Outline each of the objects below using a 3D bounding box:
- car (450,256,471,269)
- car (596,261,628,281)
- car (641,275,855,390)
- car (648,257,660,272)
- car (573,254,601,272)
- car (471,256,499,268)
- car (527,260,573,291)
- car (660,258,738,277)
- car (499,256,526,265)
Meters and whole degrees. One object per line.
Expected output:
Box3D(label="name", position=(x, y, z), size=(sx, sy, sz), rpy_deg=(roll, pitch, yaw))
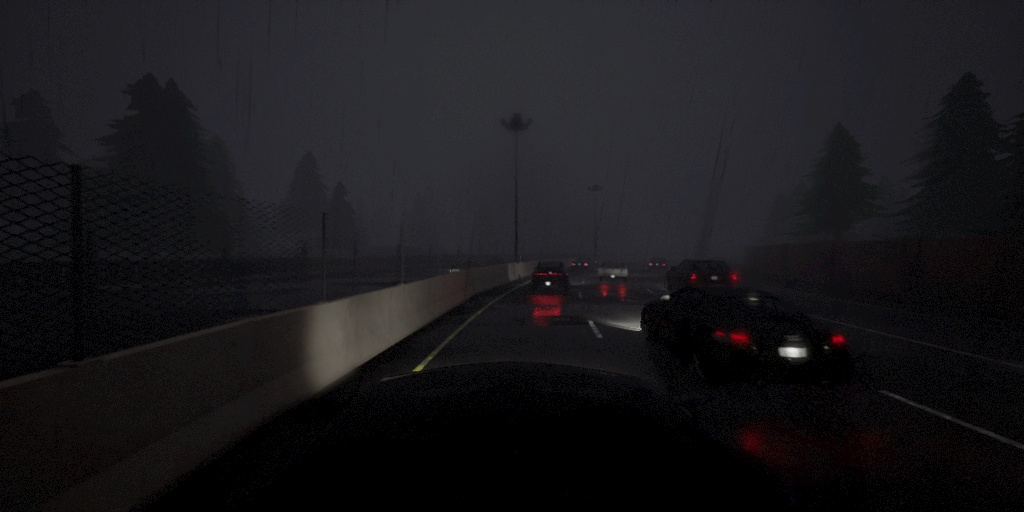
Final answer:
Box3D(label="car", position=(-5.486, 0.748, 42.485), size=(1.812, 1.442, 4.674), rpy_deg=(0, 1, 23))
Box3D(label="car", position=(7.385, 1.041, 26.143), size=(1.895, 1.301, 4.718), rpy_deg=(0, 1, 16))
Box3D(label="car", position=(3.946, 1.250, 6.855), size=(1.994, 1.385, 4.181), rpy_deg=(0, 1, 4))
Box3D(label="car", position=(15.068, 0.853, 36.884), size=(2.033, 1.411, 5.357), rpy_deg=(0, 1, 25))
Box3D(label="car", position=(7.501, 0.848, 37.000), size=(2.033, 1.411, 5.357), rpy_deg=(0, 1, 23))
Box3D(label="car", position=(-2.260, 0.733, 41.145), size=(2.128, 1.511, 4.902), rpy_deg=(0, 1, 23))
Box3D(label="car", position=(2.217, 1.025, 19.697), size=(1.837, 1.490, 4.892), rpy_deg=(0, 1, 11))
Box3D(label="car", position=(8.808, 0.910, 16.987), size=(2.097, 1.767, 4.553), rpy_deg=(0, 1, 10))
Box3D(label="car", position=(0.617, 0.835, 38.963), size=(1.994, 1.385, 4.181), rpy_deg=(0, 1, 23))
